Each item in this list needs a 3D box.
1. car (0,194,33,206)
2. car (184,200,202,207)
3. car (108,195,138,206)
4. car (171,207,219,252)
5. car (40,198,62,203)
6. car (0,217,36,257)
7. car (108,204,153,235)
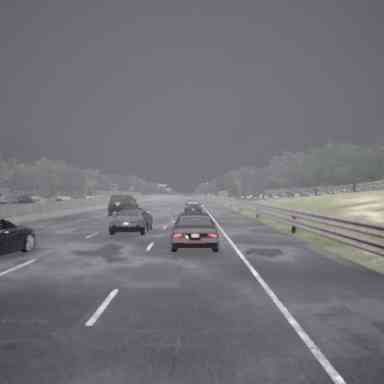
[{"bbox_3d":[-21.060,1.282,39.684,2.150,2.045,5.566,0,0,0],"label":"car"},{"bbox_3d":[0.129,1.580,35.463,1.812,1.442,4.674,0,0,0],"label":"car"},{"bbox_3d":[-6.873,1.271,33.490,2.150,2.045,5.566,0,0,0],"label":"car"},{"bbox_3d":[0.110,1.568,14.045,2.033,1.411,5.357,0,0,0],"label":"car"},{"bbox_3d":[-17.554,1.570,41.616,1.837,1.490,4.892,0,0,0],"label":"car"},{"bbox_3d":[-6.892,1.520,10.808,1.837,1.490,4.892,0,0,0],"label":"car"},{"bbox_3d":[-3.386,1.592,19.086,1.994,1.385,4.181,0,0,0],"label":"car"}]
